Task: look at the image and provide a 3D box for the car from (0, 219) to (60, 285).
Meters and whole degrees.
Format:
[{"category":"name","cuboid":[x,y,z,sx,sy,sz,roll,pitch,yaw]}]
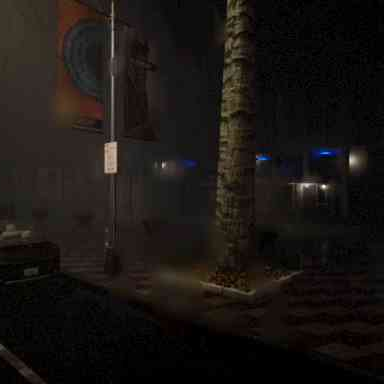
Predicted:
[{"category":"car","cuboid":[-5.303,1.480,8.914,4.892,1.521,2.231,0,0,42]}]
